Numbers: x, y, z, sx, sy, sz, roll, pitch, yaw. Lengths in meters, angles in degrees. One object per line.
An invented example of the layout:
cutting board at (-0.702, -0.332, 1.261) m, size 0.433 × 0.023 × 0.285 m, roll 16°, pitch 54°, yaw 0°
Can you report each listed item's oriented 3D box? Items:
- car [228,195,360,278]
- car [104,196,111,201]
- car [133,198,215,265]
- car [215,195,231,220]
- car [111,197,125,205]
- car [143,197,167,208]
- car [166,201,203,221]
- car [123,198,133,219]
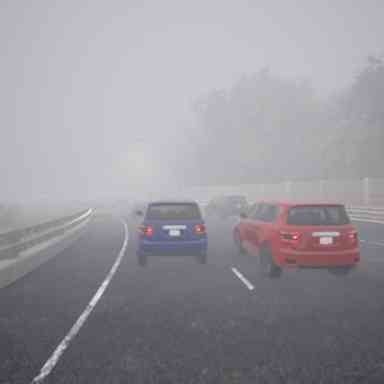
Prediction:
car at (2.878, 1.235, 10.446) m, size 2.150 × 2.045 × 5.566 m, roll 0°, pitch 0°, yaw -6°
car at (-23.226, 1.856, 92.051) m, size 2.128 × 1.511 × 4.902 m, roll 0°, pitch 0°, yaw -4°
car at (-0.844, 1.255, 12.061) m, size 2.150 × 2.045 × 5.566 m, roll 0°, pitch 0°, yaw -8°
car at (2.946, 1.280, 28.708) m, size 2.150 × 2.045 × 5.566 m, roll 0°, pitch 0°, yaw -16°
car at (-14.158, 1.753, 66.392) m, size 1.812 × 1.442 × 4.674 m, roll 0°, pitch 0°, yaw -29°
car at (-5.706, 1.629, 50.751) m, size 1.882 × 1.535 × 5.008 m, roll 0°, pitch 0°, yaw -27°
car at (-0.797, 1.567, 29.183) m, size 2.128 × 1.511 × 4.902 m, roll 0°, pitch 0°, yaw -16°
car at (-4.676, 1.586, 29.943) m, size 2.128 × 1.511 × 4.902 m, roll 0°, pitch 0°, yaw -17°
